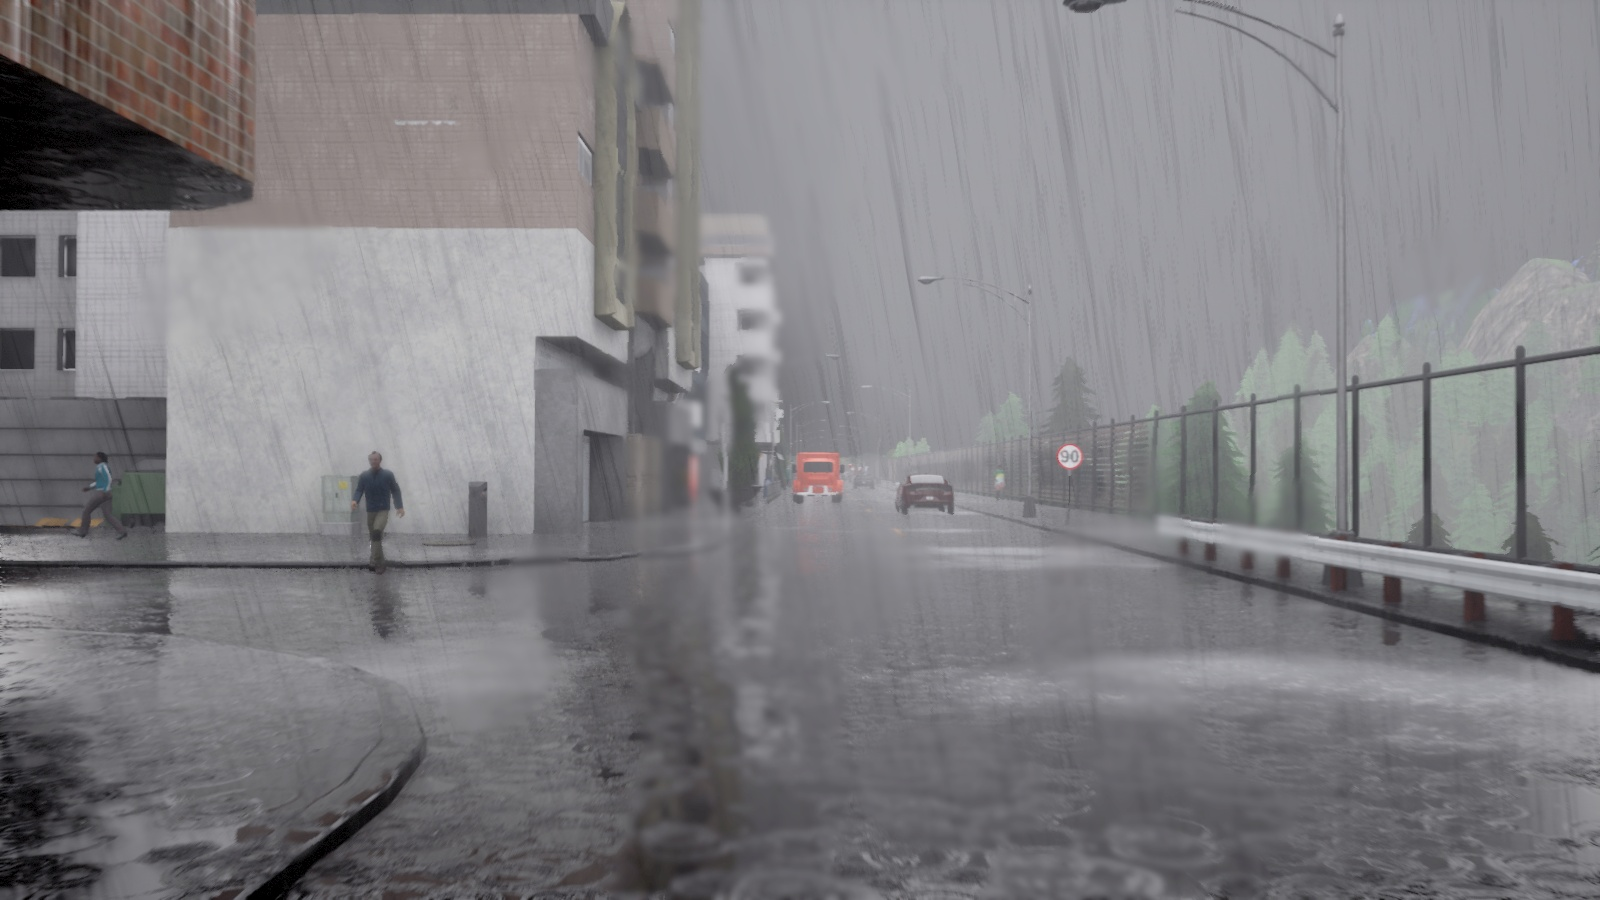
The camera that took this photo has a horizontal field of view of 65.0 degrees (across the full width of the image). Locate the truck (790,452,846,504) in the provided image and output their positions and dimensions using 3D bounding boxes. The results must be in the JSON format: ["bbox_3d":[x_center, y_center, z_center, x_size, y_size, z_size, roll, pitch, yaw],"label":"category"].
[{"bbox_3d":[0.868,1.362,61.984,2.627,2.467,5.204,0,-1,1],"label":"truck"}]

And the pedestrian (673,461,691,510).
[{"bbox_3d":[-4.426,1.330,47.004,0.431,1.840,0.709,0,-1,15],"label":"pedestrian"}]

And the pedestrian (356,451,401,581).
[{"bbox_3d":[-6.121,0.945,18.240,0.402,1.842,0.726,0,-1,1],"label":"pedestrian"}]

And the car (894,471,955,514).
[{"bbox_3d":[4.683,1.574,47.856,1.882,1.535,5.008,0,-1,1],"label":"car"}]

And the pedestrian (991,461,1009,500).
[{"bbox_3d":[10.089,1.545,63.431,0.659,1.952,0.873,0,-1,-7],"label":"pedestrian"}]

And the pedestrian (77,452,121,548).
[{"bbox_3d":[-14.304,1.016,25.639,0.692,1.930,0.396,0,-1,-13],"label":"pedestrian"}]
